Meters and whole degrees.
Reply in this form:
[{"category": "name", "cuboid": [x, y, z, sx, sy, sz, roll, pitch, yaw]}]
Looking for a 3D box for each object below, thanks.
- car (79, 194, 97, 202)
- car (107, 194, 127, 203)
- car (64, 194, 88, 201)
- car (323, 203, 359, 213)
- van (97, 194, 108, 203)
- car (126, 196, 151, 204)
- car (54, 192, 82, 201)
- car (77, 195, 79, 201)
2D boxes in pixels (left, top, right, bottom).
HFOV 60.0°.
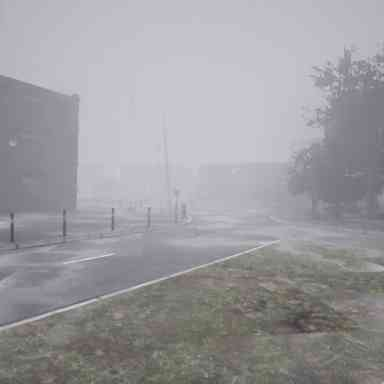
[{"category": "car", "cuboid": [-21.845, 1.333, 73.510, 2.185, 1.767, 4.553, 2, 0, 31]}, {"category": "car", "cuboid": [-14.718, 1.514, 69.174, 2.185, 1.767, 4.553, 1, -1, 31]}, {"category": "car", "cuboid": [-26.609, 1.329, 76.377, 2.231, 1.521, 4.892, 2, 0, 31]}, {"category": "car", "cuboid": [21.600, 2.283, 48.317, 5.008, 1.535, 1.882, 1, -1, -6]}, {"category": "van", "cuboid": [-17.276, 1.353, 70.560, 1.878, 1.987, 4.442, 1, -1, 31]}, {"category": "car", "cuboid": [-10.111, 1.764, 66.296, 2.163, 1.488, 4.792, 1, -1, 31]}, {"category": "car", "cuboid": [-28.961, 1.011, 77.842, 2.435, 2.045, 5.566, 2, 0, 31]}, {"category": "car", "cuboid": [-24.348, 1.390, 74.987, 2.097, 1.535, 5.008, 2, 0, 31]}]
